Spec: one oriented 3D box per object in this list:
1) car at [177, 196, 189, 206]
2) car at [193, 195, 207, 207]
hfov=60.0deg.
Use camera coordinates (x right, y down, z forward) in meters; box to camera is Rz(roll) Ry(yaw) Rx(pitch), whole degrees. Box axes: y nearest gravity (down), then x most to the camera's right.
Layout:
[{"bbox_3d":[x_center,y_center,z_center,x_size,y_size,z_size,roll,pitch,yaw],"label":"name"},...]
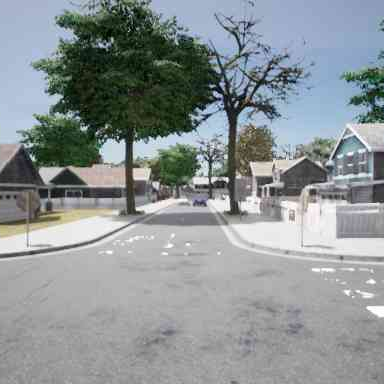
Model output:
[{"bbox_3d":[-1.480,1.475,55.289,1.812,1.442,4.674,0,0,1],"label":"car"},{"bbox_3d":[1.181,1.305,51.410,2.097,1.767,4.553,0,0,1],"label":"car"}]
